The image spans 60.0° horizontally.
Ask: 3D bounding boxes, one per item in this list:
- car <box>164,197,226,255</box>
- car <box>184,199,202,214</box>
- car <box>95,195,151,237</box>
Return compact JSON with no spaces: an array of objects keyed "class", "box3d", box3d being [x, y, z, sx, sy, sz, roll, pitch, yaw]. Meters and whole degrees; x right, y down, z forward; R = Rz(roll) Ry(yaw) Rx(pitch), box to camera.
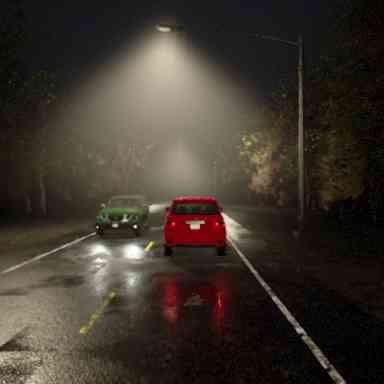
[{"class":"car","box3d":[0.101,1.211,13.349,2.150,2.045,5.566,0,0,0]},{"class":"car","box3d":[0.089,1.501,35.461,1.812,1.442,4.674,0,0,0]},{"class":"car","box3d":[-3.597,1.208,18.351,2.150,2.045,5.566,0,0,0]}]
